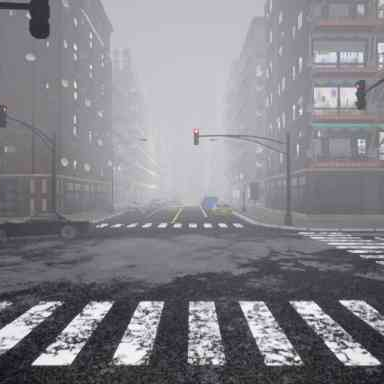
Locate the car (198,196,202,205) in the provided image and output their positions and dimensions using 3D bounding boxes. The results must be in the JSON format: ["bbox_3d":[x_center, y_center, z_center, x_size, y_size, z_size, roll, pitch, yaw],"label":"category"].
[{"bbox_3d":[2.496,1.347,49.728,2.192,1.841,5.009,1,0,0],"label":"car"}]

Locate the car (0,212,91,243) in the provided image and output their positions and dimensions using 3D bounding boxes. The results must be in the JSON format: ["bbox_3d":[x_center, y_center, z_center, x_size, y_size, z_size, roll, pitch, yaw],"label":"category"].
[{"bbox_3d":[-7.393,1.612,15.806,4.718,1.301,1.895,0,0,-26],"label":"car"}]

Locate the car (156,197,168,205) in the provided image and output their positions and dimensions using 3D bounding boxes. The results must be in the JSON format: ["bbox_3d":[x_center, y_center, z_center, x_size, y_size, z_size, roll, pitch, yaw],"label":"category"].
[{"bbox_3d":[-5.406,1.628,60.972,1.802,1.307,4.206,1,0,0],"label":"car"}]

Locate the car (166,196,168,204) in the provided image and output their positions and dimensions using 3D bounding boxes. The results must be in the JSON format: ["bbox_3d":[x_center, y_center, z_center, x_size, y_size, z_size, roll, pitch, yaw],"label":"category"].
[{"bbox_3d":[-5.396,1.564,55.144,1.752,1.417,4.829,1,0,0],"label":"car"}]

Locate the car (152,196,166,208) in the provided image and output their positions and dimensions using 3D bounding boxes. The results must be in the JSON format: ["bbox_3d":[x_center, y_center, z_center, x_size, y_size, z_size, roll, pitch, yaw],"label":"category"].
[{"bbox_3d":[-5.388,1.614,49.657,1.802,1.307,4.206,1,0,0],"label":"car"}]

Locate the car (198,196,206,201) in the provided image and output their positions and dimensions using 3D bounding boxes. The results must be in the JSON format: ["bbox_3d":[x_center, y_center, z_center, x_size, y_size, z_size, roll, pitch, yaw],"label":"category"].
[{"bbox_3d":[2.437,1.627,83.664,1.887,1.381,4.507,1,0,0],"label":"car"}]

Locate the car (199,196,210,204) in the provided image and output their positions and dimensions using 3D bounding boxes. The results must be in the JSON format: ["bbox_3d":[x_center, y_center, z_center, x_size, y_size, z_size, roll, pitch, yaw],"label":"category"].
[{"bbox_3d":[2.465,1.604,66.696,2.008,1.369,4.403,1,0,0],"label":"car"}]

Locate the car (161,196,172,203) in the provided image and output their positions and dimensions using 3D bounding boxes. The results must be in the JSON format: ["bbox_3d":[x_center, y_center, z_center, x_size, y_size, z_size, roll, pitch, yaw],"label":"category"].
[{"bbox_3d":[-5.424,1.613,72.288,2.008,1.369,4.403,1,0,0],"label":"car"}]

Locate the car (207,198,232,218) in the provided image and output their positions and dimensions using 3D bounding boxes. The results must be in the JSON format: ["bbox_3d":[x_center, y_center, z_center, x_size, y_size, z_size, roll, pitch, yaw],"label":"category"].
[{"bbox_3d":[2.655,1.538,30.241,1.752,1.417,4.829,1,0,0],"label":"car"}]

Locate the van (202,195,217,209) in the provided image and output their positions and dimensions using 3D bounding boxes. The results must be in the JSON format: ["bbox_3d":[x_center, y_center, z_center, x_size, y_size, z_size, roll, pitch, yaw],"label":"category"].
[{"bbox_3d":[2.537,1.366,44.074,1.690,1.788,3.998,1,0,0],"label":"van"}]

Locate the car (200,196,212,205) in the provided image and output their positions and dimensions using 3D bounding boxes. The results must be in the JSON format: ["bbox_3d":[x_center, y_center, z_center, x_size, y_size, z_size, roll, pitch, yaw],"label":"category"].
[{"bbox_3d":[2.476,1.486,61.040,1.967,1.590,4.097,1,0,0],"label":"car"}]

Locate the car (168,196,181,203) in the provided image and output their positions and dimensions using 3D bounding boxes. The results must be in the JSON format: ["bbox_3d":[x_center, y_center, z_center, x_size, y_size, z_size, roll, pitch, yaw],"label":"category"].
[{"bbox_3d":[-2.845,1.426,58.439,2.033,1.411,5.357,0,0,0],"label":"car"}]

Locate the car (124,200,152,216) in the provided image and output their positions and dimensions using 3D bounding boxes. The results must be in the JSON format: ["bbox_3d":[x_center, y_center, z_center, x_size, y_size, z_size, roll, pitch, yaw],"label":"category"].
[{"bbox_3d":[-5.489,1.565,32.683,2.008,1.369,4.403,1,0,0],"label":"car"}]
